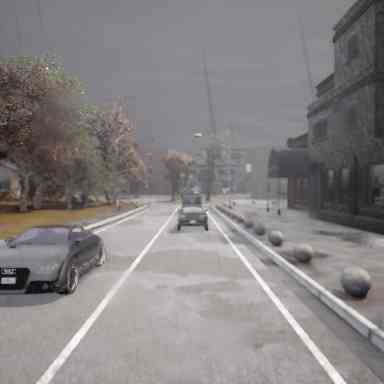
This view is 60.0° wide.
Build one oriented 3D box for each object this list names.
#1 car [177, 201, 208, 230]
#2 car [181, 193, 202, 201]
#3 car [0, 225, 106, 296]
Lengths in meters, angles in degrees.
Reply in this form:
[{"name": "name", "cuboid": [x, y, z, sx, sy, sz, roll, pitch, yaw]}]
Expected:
[{"name": "car", "cuboid": [0.040, 1.512, 20.933, 1.812, 1.442, 4.674, 0, 0, 0]}, {"name": "car", "cuboid": [-0.002, 1.150, 37.835, 2.150, 2.045, 5.566, 0, 0, 0]}, {"name": "car", "cuboid": [-3.621, 1.562, 8.565, 1.994, 1.385, 4.181, 0, 0, 0]}]
